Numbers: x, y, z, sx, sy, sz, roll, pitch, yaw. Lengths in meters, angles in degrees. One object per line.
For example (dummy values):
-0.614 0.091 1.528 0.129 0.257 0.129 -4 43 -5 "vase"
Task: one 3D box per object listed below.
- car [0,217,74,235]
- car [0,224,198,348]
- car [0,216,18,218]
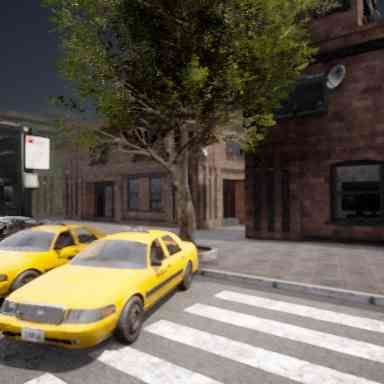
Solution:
-3.734 1.530 8.543 1.946 1.575 5.366 0 -1 16 "car"
-1.292 1.511 6.799 1.946 1.575 5.366 0 -1 16 "car"
-6.121 1.556 10.475 2.231 1.521 4.892 0 -1 16 "car"
